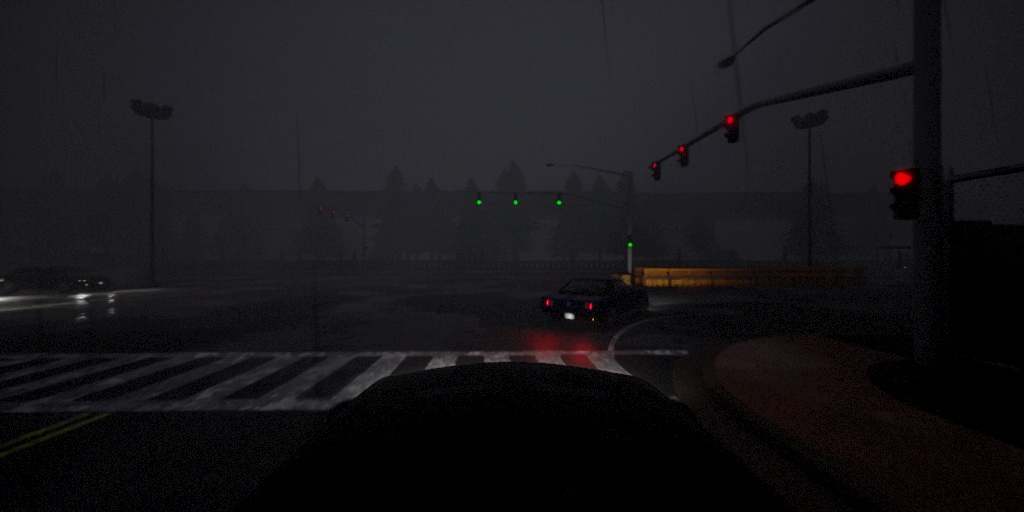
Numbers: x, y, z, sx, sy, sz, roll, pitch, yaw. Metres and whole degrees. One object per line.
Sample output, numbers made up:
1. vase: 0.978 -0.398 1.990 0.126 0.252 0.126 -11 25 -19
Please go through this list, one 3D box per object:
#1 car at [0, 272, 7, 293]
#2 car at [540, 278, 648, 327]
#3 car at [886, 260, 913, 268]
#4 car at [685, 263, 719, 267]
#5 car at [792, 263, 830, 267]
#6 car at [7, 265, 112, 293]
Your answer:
1. car: -27.189 1.323 16.676 4.181 1.385 1.994 0 0 -2
2. car: 2.907 1.365 11.664 1.895 1.301 4.718 0 0 36
3. car: 36.824 1.150 32.824 4.553 1.767 2.097 0 0 -3
4. car: 16.666 1.320 32.198 4.674 1.442 1.812 0 0 -2
5. car: 26.710 1.322 32.511 4.674 1.442 1.812 0 0 -2
6. car: -25.689 1.271 20.222 4.892 1.490 1.837 0 0 -2
